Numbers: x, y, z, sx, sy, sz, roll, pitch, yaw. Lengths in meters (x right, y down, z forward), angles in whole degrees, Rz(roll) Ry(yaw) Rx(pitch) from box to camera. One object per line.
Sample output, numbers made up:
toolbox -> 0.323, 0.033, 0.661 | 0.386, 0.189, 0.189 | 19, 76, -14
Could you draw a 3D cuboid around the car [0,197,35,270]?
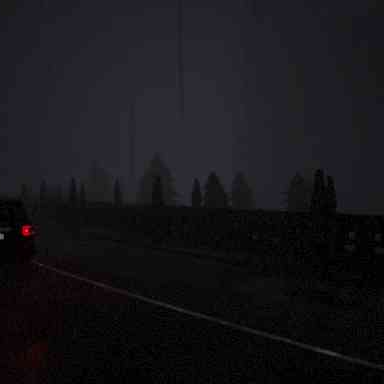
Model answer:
car -> -6.619, 1.150, 9.799 | 5.566, 2.045, 2.150 | 1, 0, 43
